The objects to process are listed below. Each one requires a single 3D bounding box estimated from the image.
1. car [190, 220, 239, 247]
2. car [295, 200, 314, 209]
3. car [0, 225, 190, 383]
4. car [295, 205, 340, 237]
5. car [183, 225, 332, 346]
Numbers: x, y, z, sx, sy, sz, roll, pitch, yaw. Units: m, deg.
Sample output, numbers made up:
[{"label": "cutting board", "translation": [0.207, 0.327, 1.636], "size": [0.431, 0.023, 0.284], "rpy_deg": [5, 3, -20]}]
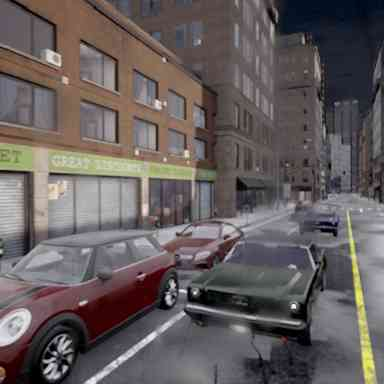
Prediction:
[{"label": "car", "translation": [0.485, 1.579, 10.384], "size": [1.802, 1.307, 4.206], "rpy_deg": [-1, 0, 25]}, {"label": "car", "translation": [12.141, 1.528, 35.764], "size": [1.887, 1.381, 4.507], "rpy_deg": [-1, 0, 25]}, {"label": "car", "translation": [-1.848, 1.438, 5.309], "size": [1.967, 1.590, 4.097], "rpy_deg": [-1, 0, 25]}, {"label": "car", "translation": [7.079, 1.596, 18.327], "size": [1.895, 1.301, 4.718], "rpy_deg": [0, 0, 25]}, {"label": "car", "translation": [1.603, 1.600, 6.651], "size": [1.895, 1.301, 4.718], "rpy_deg": [0, 0, 25]}]
